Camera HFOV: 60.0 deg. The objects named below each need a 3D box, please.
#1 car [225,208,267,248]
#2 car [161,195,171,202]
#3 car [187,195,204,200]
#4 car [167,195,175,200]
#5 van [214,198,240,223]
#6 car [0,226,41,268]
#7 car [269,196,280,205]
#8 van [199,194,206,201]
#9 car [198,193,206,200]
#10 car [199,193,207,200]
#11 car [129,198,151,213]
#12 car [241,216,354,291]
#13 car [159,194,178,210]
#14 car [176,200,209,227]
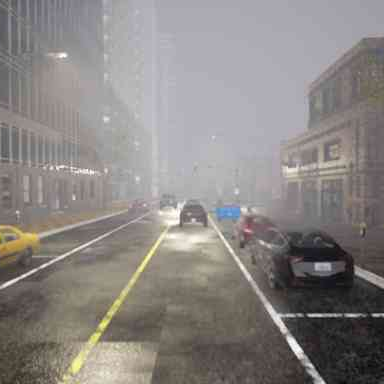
[{"bbox_3d":[2.678,1.580,14.415,1.802,1.307,4.206,-1,0,0],"label":"car"},{"bbox_3d":[-5.842,1.518,74.345,1.752,1.417,4.829,-1,0,0],"label":"car"},{"bbox_3d":[0.090,1.473,38.365,1.882,1.535,5.008,0,0,0],"label":"car"},{"bbox_3d":[-5.671,1.558,91.447,1.947,1.339,4.313,-1,0,0],"label":"car"},{"bbox_3d":[2.674,1.338,25.484,1.690,1.788,3.998,-1,0,0],"label":"van"},{"bbox_3d":[-5.703,1.524,8.722,1.752,1.417,4.829,-1,0,0],"label":"car"},{"bbox_3d":[16.524,1.415,59.816,5.009,1.841,2.192,1,0,1],"label":"car"},{"bbox_3d":[2.672,1.333,85.749,1.690,1.788,3.998,-1,0,0],"label":"van"},{"bbox_3d":[2.672,1.307,91.392,2.192,1.841,5.009,-1,0,0],"label":"car"},{"bbox_3d":[2.674,1.432,80.104,1.967,1.590,4.097,-1,0,0],"label":"car"},{"bbox_3d":[-5.705,1.435,36.567,1.967,1.590,4.097,-1,0,0],"label":"car"},{"bbox_3d":[2.678,1.565,8.880,1.947,1.339,4.313,-1,0,0],"label":"car"},{"bbox_3d":[-3.001,1.223,43.514,2.150,2.045,5.566,0,0,0],"label":"car"},{"bbox_3d":[0.092,1.500,22.802,1.837,1.490,4.892,0,-1,0],"label":"car"}]
